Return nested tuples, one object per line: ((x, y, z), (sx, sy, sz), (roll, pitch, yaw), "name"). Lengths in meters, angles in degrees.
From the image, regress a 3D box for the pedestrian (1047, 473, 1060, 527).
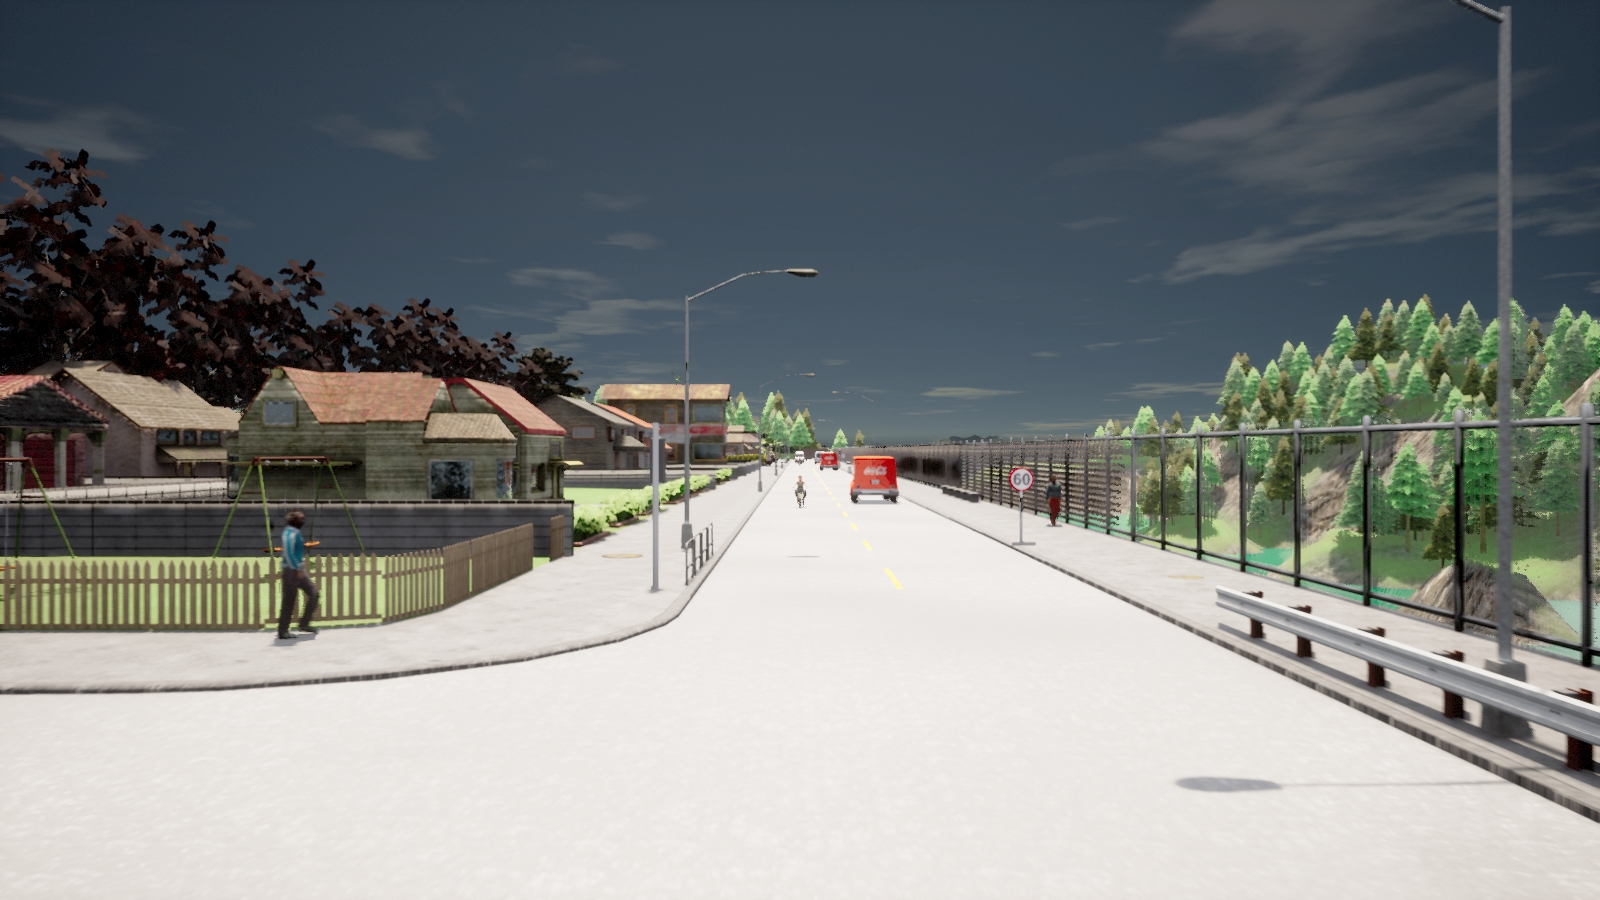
((8.914, 1.748, 40.128), (0.375, 1.860, 0.375), (0, 0, 1), "pedestrian")

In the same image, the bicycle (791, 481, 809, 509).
((0.019, 2.165, 54.699), (0.859, 1.276, 1.487), (0, 0, 0), "bicycle")

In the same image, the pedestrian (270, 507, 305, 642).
((-7.244, 1.748, 16.161), (0.375, 1.860, 0.375), (0, 0, -10), "pedestrian")

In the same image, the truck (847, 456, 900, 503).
((4.002, 1.579, 63.043), (2.627, 2.467, 5.204), (0, 0, 0), "truck")
